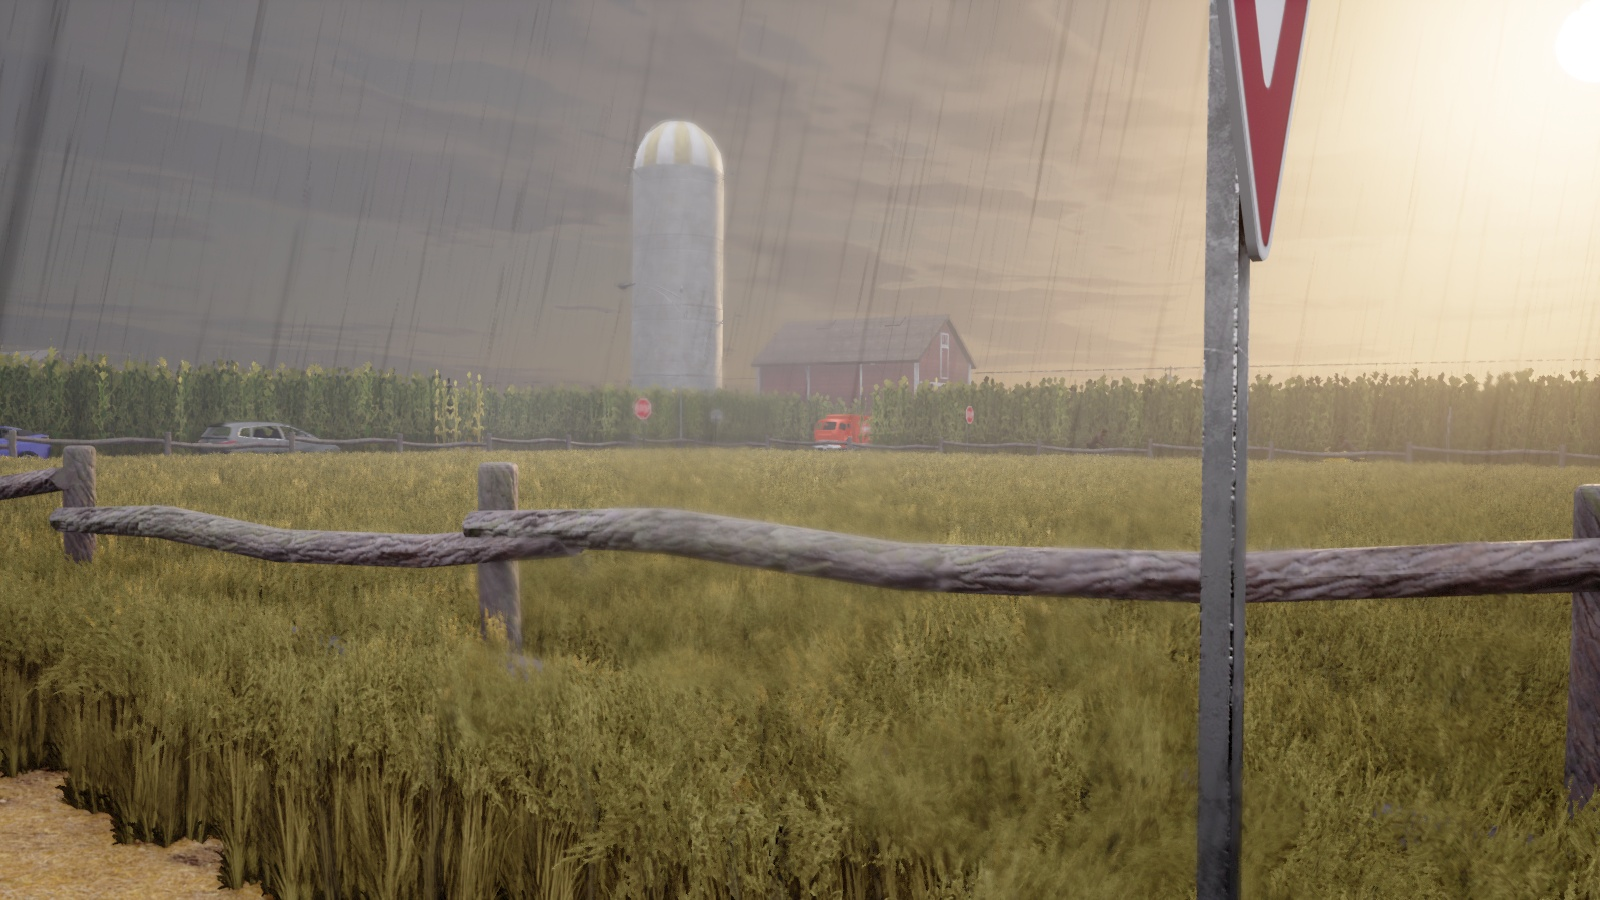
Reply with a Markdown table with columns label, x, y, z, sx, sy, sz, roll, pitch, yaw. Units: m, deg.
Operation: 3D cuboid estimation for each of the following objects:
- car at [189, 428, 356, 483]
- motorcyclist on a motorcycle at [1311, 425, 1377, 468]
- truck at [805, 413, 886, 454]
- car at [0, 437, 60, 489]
| label | x | y | z | sx | sy | sz | roll | pitch | yaw |
| --- | --- | --- | --- | --- | --- | --- | --- | --- | --- |
| car | -17.402 | 0.144 | 41.634 | 2.242 | 1.667 | 4.611 | 0 | 1 | 34 |
| motorcyclist on a motorcycle | 19.621 | -0.134 | 45.298 | 2.044 | 1.523 | 0.797 | 0 | 1 | 34 |
| truck | 2.858 | -0.986 | 77.486 | 2.627 | 2.467 | 5.204 | 0 | 0 | 34 |
| car | -24.467 | 0.396 | 36.649 | 2.007 | 1.525 | 4.514 | 0 | 1 | 34 |
